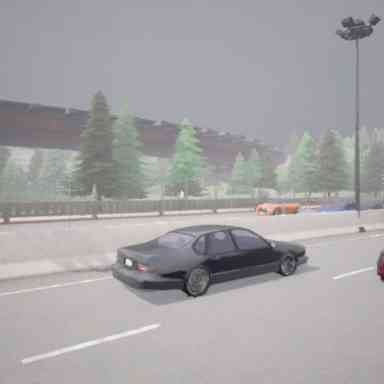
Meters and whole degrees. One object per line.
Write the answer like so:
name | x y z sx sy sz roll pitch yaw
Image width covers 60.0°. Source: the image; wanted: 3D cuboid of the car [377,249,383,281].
car | 6.541 1.561 8.446 4.181 1.385 1.994 0 0 -36

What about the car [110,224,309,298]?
car | 0.699 1.553 8.578 5.357 1.411 2.033 0 0 -35

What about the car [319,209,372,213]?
car | 11.037 1.480 24.795 5.008 1.535 1.882 0 0 -35
